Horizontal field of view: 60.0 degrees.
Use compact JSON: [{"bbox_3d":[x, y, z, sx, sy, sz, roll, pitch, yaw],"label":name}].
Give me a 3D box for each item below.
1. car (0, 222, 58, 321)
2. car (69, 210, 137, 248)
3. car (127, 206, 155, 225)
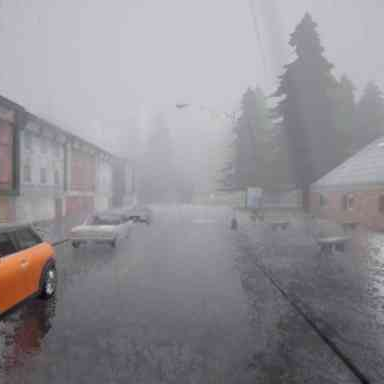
[{"bbox_3d":[-4.083,1.393,5.607,2.097,1.767,4.553,0,0,0],"label":"car"},{"bbox_3d":[-4.066,1.715,15.587,1.895,1.301,4.718,0,0,0],"label":"car"},{"bbox_3d":[-4.037,1.751,25.574,1.994,1.385,4.181,0,0,1],"label":"car"}]
